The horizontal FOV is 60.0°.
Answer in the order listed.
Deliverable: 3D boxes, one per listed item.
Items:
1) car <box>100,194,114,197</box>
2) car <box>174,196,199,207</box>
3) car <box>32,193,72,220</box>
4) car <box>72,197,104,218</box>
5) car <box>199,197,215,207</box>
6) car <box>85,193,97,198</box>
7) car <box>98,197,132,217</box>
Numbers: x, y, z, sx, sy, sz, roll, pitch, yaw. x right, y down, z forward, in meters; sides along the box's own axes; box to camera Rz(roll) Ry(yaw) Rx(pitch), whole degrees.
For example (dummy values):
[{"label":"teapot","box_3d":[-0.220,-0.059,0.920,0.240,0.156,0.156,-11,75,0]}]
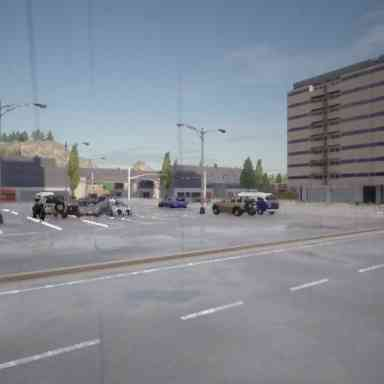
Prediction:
[{"label":"car","box_3d":[-10.883,1.447,45.674,1.970,1.475,3.806,0,0,-35]},{"label":"car","box_3d":[-1.161,1.653,66.051,1.994,1.385,4.181,0,0,-35]},{"label":"car","box_3d":[-11.455,1.205,26.753,1.932,1.855,4.605,0,0,-35]},{"label":"car","box_3d":[-9.288,1.416,28.338,1.784,1.438,3.905,0,0,-35]},{"label":"car","box_3d":[1.695,1.655,68.074,2.033,1.411,5.357,0,0,-35]},{"label":"car","box_3d":[-18.713,1.208,61.521,1.905,1.878,3.866,0,0,-35]},{"label":"car","box_3d":[-6.919,1.447,30.002,1.970,1.475,3.806,0,0,-35]}]
